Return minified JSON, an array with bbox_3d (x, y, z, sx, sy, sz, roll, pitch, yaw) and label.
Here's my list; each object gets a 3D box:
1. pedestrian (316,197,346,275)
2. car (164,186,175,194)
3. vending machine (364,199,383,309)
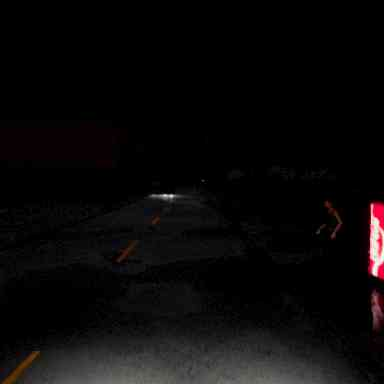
[{"bbox_3d":[3.185,0.950,7.642,0.375,1.860,0.375,0,2,0],"label":"pedestrian"},{"bbox_3d":[-4.316,-0.471,63.525,2.128,1.511,4.902,0,2,0],"label":"car"},{"bbox_3d":[4.262,1.205,6.719,1.100,2.100,0.880,0,2,0],"label":"vending machine"}]
